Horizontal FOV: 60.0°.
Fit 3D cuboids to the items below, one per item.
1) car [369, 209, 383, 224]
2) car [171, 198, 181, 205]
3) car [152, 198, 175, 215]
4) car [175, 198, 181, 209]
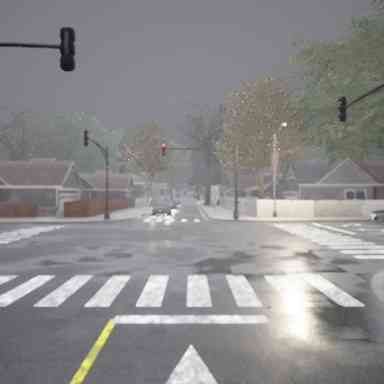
[{"bbox_3d":[14.892,1.504,22.957,4.902,1.511,2.128,0,0,0],"label":"car"},{"bbox_3d":[-3.283,1.917,67.778,1.812,1.442,4.674,0,0,0],"label":"car"},{"bbox_3d":[-3.199,1.702,36.027,1.837,1.490,4.892,0,0,0],"label":"car"},{"bbox_3d":[-3.254,1.769,49.524,2.128,1.511,4.902,0,0,0],"label":"car"}]
